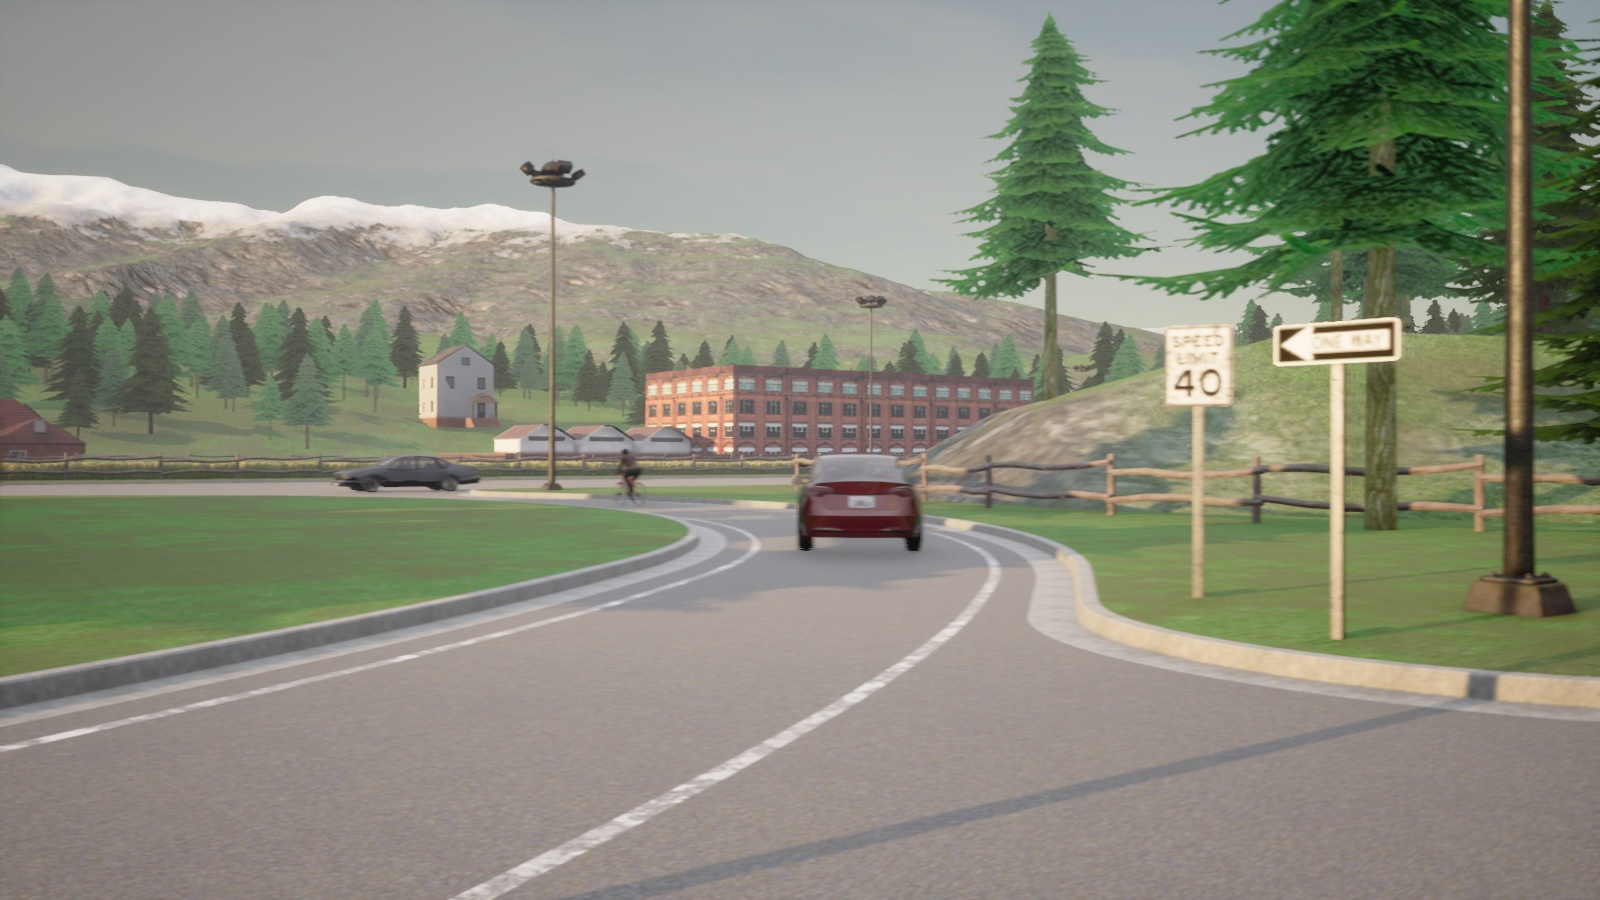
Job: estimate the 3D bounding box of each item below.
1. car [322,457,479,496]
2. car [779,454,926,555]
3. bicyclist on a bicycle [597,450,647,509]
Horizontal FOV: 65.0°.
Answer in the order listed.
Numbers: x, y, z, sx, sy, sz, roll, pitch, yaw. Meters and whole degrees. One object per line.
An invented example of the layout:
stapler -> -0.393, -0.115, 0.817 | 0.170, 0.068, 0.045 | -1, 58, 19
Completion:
car -> -15.253, 0.963, 48.027 | 5.357, 1.411, 2.033 | 0, 0, -35
car -> 0.797, 0.811, 20.906 | 2.163, 1.488, 4.792 | 0, 0, 0
bicyclist on a bicycle -> -4.998, 0.816, 35.214 | 0.582, 1.620, 1.656 | -1, 0, -40
